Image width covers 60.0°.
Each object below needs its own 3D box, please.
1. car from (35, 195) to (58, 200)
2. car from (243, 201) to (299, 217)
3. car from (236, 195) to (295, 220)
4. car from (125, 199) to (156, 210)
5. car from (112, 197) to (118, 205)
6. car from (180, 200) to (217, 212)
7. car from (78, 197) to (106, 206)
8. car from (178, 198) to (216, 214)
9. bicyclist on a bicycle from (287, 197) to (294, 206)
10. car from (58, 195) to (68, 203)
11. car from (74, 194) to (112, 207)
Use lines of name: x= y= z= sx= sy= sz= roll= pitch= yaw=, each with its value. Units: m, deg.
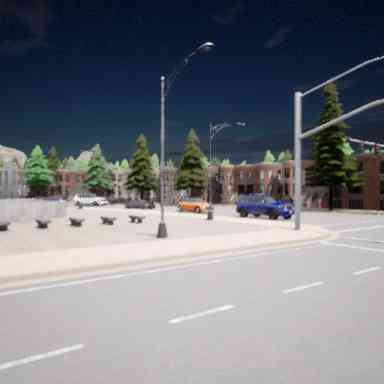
car: x=-26.797 y=1.537 z=58.534 sx=4.892 sy=1.490 sz=1.837 roll=0 pitch=0 yaw=5
car: x=7.763 y=1.621 z=33.105 sx=2.033 sy=1.411 sz=5.357 roll=0 pitch=0 yaw=-36
car: x=6.320 y=1.285 z=29.100 sx=2.150 sy=2.045 sz=5.566 roll=0 pitch=0 yaw=-37
car: x=-6.764 y=1.620 z=43.633 sx=4.181 sy=1.385 sz=1.994 roll=0 pitch=0 yaw=35
car: x=-15.713 y=1.566 z=59.879 sx=4.892 sy=1.490 sz=1.837 roll=0 pitch=0 yaw=18
car: x=0.731 y=1.672 z=41.792 sx=1.895 sy=1.301 sz=4.718 roll=0 pitch=0 yaw=-45
car: x=-17.064 y=1.617 z=56.649 sx=4.181 sy=1.385 sz=1.994 roll=0 pitch=0 yaw=18
car: x=0.450 y=1.414 z=36.753 sx=2.097 sy=1.767 sz=4.553 roll=0 pitch=0 yaw=-40
bicyclist on a bicycle: x=13.172 y=1.409 z=44.383 sx=1.656 sy=1.620 sz=0.582 roll=0 pitch=0 yaw=-37
car: x=-25.530 y=1.393 z=61.826 sx=4.553 sy=1.767 sz=2.097 roll=0 pitch=0 yaw=7
car: x=-16.063 y=1.274 z=52.735 sx=5.566 sy=2.045 sz=2.150 roll=0 pitch=0 yaw=20
